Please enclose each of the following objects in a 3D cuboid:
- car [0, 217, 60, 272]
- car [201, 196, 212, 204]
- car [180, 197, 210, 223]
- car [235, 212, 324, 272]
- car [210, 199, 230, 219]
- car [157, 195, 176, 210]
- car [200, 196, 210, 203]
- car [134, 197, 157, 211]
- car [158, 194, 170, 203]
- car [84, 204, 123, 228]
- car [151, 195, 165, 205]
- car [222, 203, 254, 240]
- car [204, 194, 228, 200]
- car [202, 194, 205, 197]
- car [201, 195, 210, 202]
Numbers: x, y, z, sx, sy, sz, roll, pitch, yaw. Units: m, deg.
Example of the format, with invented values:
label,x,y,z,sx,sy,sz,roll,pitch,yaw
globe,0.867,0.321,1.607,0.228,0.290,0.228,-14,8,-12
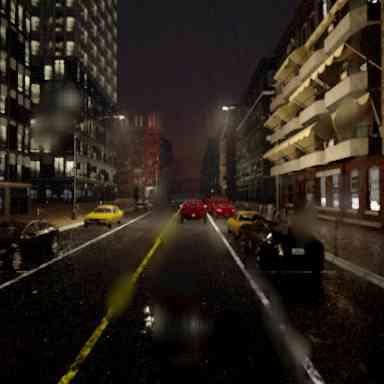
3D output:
label,x,y,z,sx,sy,sz,roll,pitch,yaw
car,-5.679,1.534,10.605,2.008,1.369,4.403,1,0,0
car,2.672,1.459,61.474,1.947,1.339,4.313,1,0,0
car,0.101,1.435,25.232,1.882,1.535,5.008,0,0,0
car,2.708,1.549,10.567,1.947,1.339,4.313,1,0,0
car,2.669,1.535,27.536,1.802,1.307,4.206,1,0,0
car,-3.089,1.432,42.407,1.837,1.490,4.892,0,0,0
car,2.672,1.465,67.131,1.802,1.307,4.206,1,0,0
car,-5.676,1.485,38.886,2.008,1.369,4.403,1,0,0
car,-5.673,1.323,67.168,1.967,1.590,4.097,1,0,0
car,-5.678,1.489,21.747,1.752,1.417,4.829,1,0,0
car,-5.674,1.344,55.855,1.967,1.590,4.097,1,0,0
car,2.713,1.498,16.393,1.752,1.417,4.829,1,0,0
car,2.673,1.259,33.191,2.192,1.841,5.009,1,0,0
car,2.675,1.219,55.816,2.192,1.841,5.009,1,0,0
car,2.842,1.454,72.787,1.802,1.307,4.206,1,0,0
